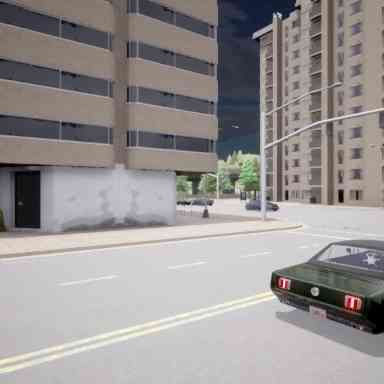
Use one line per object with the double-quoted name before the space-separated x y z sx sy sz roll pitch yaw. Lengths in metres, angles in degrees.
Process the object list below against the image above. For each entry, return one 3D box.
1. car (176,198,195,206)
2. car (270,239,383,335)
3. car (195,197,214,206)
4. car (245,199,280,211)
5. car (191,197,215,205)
"car" -2.002 1.601 52.990 1.895 1.301 4.718 0 0 -35
"car" 3.797 1.601 6.483 4.718 1.301 1.895 0 0 -35
"car" 1.511 1.564 54.339 1.994 1.385 4.181 0 0 -36
"car" 8.141 1.564 38.904 1.994 1.385 4.181 0 0 -36
"car" 1.859 1.601 59.889 1.895 1.301 4.718 0 0 -35
